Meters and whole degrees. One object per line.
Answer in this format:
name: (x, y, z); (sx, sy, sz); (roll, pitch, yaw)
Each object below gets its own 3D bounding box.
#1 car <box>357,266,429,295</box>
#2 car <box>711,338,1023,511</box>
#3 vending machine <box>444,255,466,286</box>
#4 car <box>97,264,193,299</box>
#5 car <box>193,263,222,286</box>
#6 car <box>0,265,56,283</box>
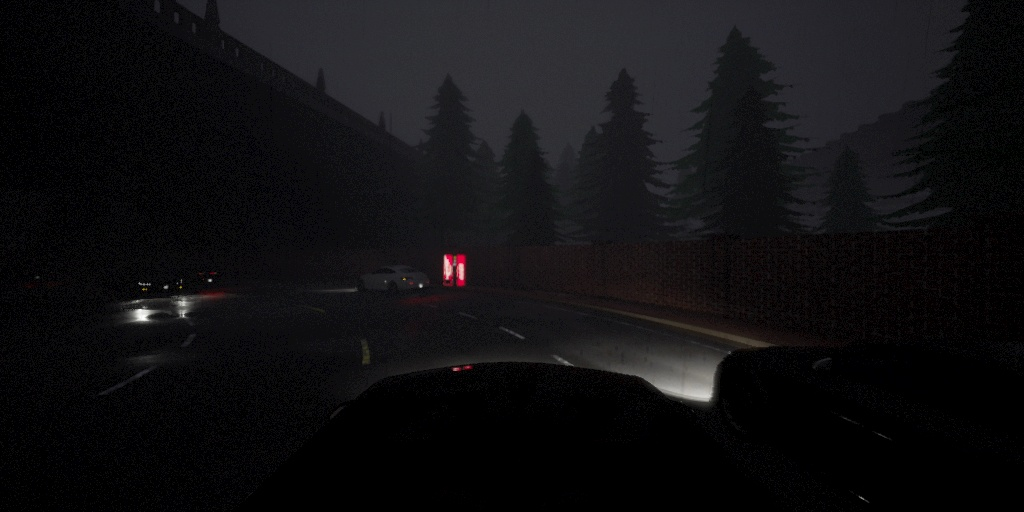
car: (-6.408, 1.237, 19.248); (4.674, 1.442, 1.812); (0, 0, 37)
car: (3.508, 1.311, 2.712); (1.994, 1.385, 4.181); (0, 0, -3)
vending machine: (-3.500, 0.900, 21.972); (0.880, 2.100, 1.100); (0, 0, 36)
car: (-18.597, 1.220, 17.940); (4.892, 1.490, 1.837); (0, 0, 24)
car: (-20.658, 1.211, 22.729); (4.892, 1.490, 1.837); (1, 0, 21)
car: (-37.429, 1.297, 27.141); (4.718, 1.301, 1.895); (0, 0, 13)
